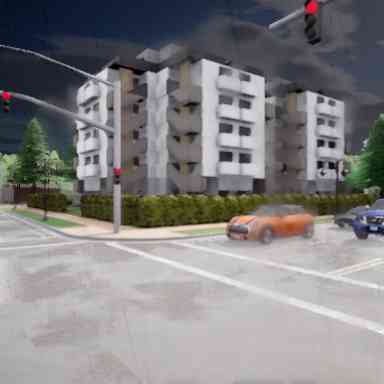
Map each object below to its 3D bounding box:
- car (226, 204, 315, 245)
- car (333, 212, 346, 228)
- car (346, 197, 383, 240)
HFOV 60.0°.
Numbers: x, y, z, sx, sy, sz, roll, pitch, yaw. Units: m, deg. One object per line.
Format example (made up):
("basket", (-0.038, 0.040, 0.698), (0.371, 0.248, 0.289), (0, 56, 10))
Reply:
("car", (3.786, 1.375, 15.873), (4.553, 1.767, 2.097), (0, 0, -36))
("car", (11.385, 1.576, 21.528), (5.357, 1.411, 2.033), (0, 0, -36))
("car", (10.082, 1.242, 16.282), (5.566, 2.045, 2.150), (0, 0, -39))
